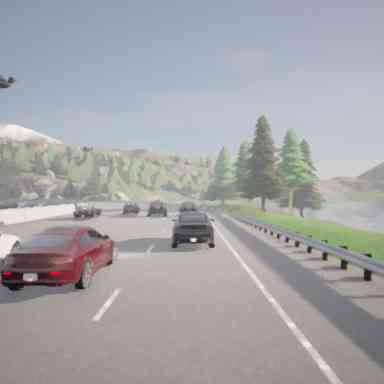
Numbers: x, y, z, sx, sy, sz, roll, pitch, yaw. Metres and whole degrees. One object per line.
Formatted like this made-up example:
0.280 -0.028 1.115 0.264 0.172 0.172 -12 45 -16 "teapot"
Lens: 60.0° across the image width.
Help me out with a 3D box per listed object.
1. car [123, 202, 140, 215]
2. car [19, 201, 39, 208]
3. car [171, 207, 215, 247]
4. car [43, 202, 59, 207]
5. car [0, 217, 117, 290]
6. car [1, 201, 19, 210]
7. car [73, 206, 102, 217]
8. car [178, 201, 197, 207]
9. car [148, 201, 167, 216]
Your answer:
-7.835 2.089 43.058 2.128 1.511 4.902 0 -1 -6 "car"
-28.091 2.358 58.155 1.812 1.442 4.674 0 -1 -12 "car"
0.049 1.726 16.111 1.837 1.490 4.892 0 0 0 "car"
-24.494 2.373 58.043 2.033 1.411 5.357 0 -1 -11 "car"
-3.433 1.659 9.354 1.812 1.442 4.674 0 -1 0 "car"
-31.593 2.312 57.847 1.882 1.535 5.008 0 -1 -12 "car"
-10.721 2.088 34.613 1.895 1.301 4.718 0 -1 -3 "car"
-0.517 1.883 39.090 2.097 1.767 4.553 0 -1 -4 "car"
-4.019 1.888 39.094 2.097 1.767 4.553 0 -1 -4 "car"
